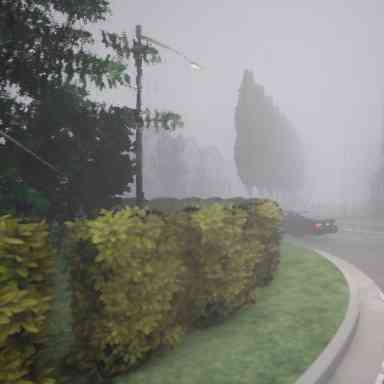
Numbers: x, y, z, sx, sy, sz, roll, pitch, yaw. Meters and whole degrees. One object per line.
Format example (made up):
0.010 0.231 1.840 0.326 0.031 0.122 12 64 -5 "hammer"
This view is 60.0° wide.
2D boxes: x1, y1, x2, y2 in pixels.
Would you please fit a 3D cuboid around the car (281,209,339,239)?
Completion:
5.201 1.654 18.334 2.033 1.411 5.357 0 -1 -35 "car"
